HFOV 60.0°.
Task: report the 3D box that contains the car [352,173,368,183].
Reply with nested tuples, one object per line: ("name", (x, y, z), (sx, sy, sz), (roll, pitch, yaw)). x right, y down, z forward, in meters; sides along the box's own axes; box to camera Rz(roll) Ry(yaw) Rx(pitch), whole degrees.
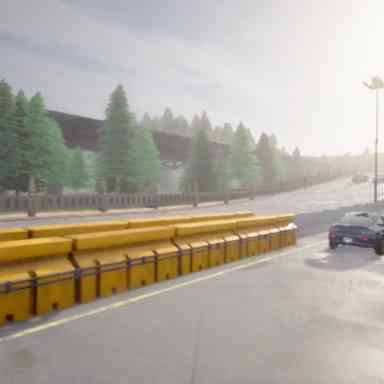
("car", (32.647, -2.806, 64.637), (2.097, 1.767, 4.553), (1, 7, 41))

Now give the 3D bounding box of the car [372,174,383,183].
("car", (35.288, -2.631, 62.343), (1.882, 1.535, 5.008), (1, 7, 41))

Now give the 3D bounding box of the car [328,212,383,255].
("car", (7.039, 1.530, 13.511), (1.812, 1.442, 4.674), (1, 1, 41))
